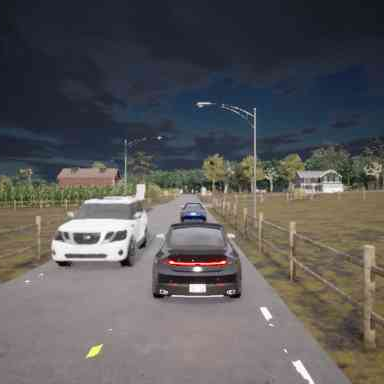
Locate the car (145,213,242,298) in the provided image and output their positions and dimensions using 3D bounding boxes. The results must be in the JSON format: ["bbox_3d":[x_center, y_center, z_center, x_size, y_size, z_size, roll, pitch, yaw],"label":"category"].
[{"bbox_3d":[0.101,1.505,8.489,1.837,1.490,4.892,0,0,0],"label":"car"}]

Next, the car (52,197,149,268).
[{"bbox_3d":[-2.849,1.219,11.664,2.150,2.045,5.566,0,0,0],"label":"car"}]

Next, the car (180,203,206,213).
[{"bbox_3d":[0.105,1.538,26.150,1.994,1.385,4.181,0,0,0],"label":"car"}]
